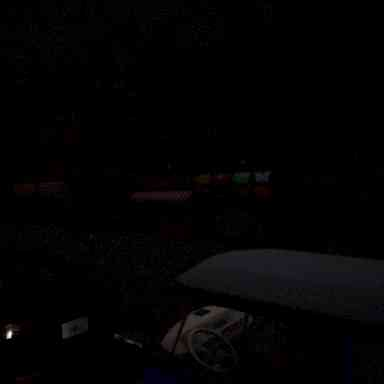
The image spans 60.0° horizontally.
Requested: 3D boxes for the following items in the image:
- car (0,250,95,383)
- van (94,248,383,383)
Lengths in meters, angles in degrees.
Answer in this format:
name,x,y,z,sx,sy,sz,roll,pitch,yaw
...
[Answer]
name,x,y,z,sx,sy,sz,roll,pitch,yaw
car,-3.008,1.562,4.966,4.313,1.339,1.947,0,-1,36
van,1.475,1.341,1.771,3.998,1.788,1.690,0,-1,36
